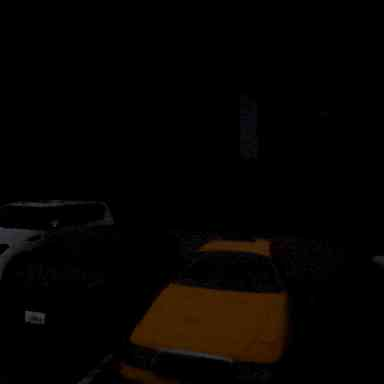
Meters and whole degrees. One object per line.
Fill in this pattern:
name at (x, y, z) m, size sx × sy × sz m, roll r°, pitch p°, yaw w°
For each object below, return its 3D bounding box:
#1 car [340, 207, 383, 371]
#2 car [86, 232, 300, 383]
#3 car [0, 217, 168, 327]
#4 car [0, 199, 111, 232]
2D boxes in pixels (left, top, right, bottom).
car at (3.198, 1.234, 3.820) m, size 2.435 × 2.045 × 5.566 m, roll 1°, pitch -1°, yaw 15°
car at (0.699, 1.480, 5.409) m, size 1.946 × 1.575 × 5.366 m, roll 1°, pitch -1°, yaw 16°
car at (-1.703, 1.516, 7.308) m, size 2.163 × 1.488 × 4.792 m, roll 1°, pitch -1°, yaw 16°
car at (-4.140, 1.236, 9.060) m, size 2.435 × 2.045 × 5.566 m, roll 1°, pitch -1°, yaw 16°
